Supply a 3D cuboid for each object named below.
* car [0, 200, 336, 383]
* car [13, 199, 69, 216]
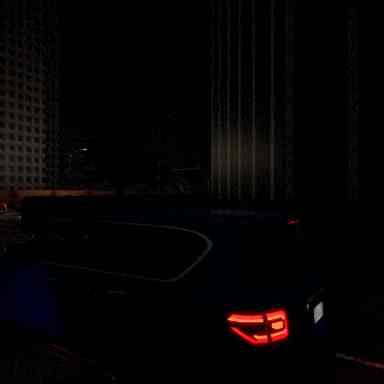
[{"bbox_3d":[-0.992,1.221,4.694,5.566,2.045,2.150,0,0,35],"label":"car"},{"bbox_3d":[-15.443,1.533,34.374,1.882,1.535,5.008,0,0,35],"label":"car"}]
